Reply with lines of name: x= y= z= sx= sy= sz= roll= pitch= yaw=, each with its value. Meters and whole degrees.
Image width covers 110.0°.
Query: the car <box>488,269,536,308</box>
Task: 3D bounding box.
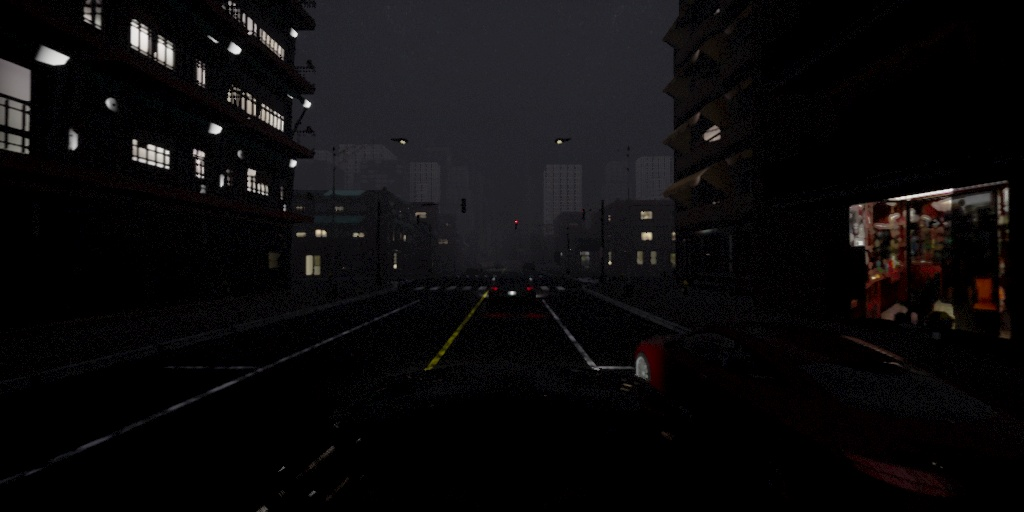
car: x=0.013 y=1.451 z=16.130 sx=1.994 sy=1.385 sz=4.181 roll=0 pitch=-1 yaw=0

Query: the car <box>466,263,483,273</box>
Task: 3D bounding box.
car: x=-5.753 y=1.798 z=53.051 sx=1.888 sy=1.381 sz=4.507 roll=0 pitch=0 yaw=0

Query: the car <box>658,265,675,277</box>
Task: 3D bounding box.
car: x=17.514 y=1.448 z=37.370 sx=4.313 sy=1.339 sz=1.948 roll=0 pitch=0 yaw=0

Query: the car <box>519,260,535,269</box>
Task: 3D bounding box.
car: x=2.718 y=1.626 z=58.568 sx=2.192 sy=1.841 sz=5.009 roll=0 pitch=0 yaw=0

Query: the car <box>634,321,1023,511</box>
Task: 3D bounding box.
car: x=2.691 y=1.351 z=3.819 sx=1.802 sy=1.307 sz=4.207 roll=0 pitch=0 yaw=0

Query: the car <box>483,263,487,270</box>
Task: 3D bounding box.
car: x=-5.662 y=1.877 z=58.572 sx=1.948 sy=1.339 sz=4.313 roll=0 pitch=0 yaw=0
